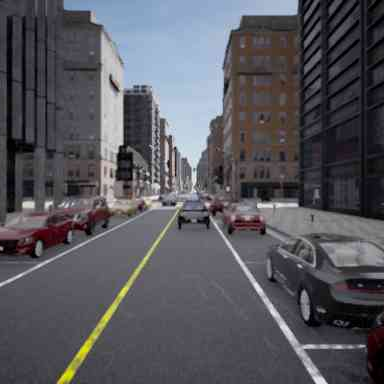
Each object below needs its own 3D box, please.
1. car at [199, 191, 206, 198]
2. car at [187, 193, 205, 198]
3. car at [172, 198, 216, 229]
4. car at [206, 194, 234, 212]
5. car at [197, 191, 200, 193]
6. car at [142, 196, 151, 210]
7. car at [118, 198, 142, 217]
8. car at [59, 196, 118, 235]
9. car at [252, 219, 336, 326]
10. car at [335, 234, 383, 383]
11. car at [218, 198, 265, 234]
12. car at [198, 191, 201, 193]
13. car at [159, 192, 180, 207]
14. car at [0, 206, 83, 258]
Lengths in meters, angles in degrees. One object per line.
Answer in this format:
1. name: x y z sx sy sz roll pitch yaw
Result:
1. car: 2.704 1.087 67.505 1.802 1.307 4.206 1 0 0
2. car: 0.115 1.206 36.793 1.882 1.535 5.008 0 0 0
3. car: 0.109 1.338 20.520 2.128 1.511 4.902 0 0 0
4. car: 2.690 1.099 29.236 2.192 1.841 5.009 1 0 0
5. car: 2.708 1.005 78.852 1.802 1.307 4.206 1 0 0
6. car: -5.835 1.287 34.874 1.887 1.381 4.507 1 0 0
7. car: -5.838 1.310 29.080 1.752 1.417 4.829 1 0 0
8. car: -5.840 1.181 18.000 2.192 1.841 5.009 1 0 0
9. car: 2.678 1.500 6.741 2.008 1.369 4.403 1 0 0
10. car: 2.678 1.306 1.115 2.192 1.841 5.009 1 0 0
11. car: 2.684 1.306 17.988 1.967 1.590 4.097 1 0 0
12. car: 2.706 1.046 73.179 1.802 1.307 4.206 1 0 0
13. car: -2.981 1.162 45.130 1.882 1.535 5.008 0 1 0
14. car: -5.845 1.451 12.376 1.887 1.381 4.507 1 0 0
